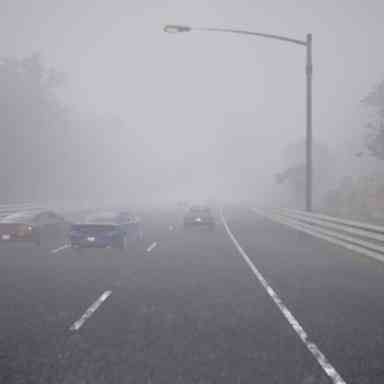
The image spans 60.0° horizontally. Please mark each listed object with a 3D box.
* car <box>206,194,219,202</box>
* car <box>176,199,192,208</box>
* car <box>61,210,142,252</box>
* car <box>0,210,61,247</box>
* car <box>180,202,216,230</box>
[{"bbox_3d":[3.409,1.589,59.659,1.812,1.442,4.674,0,0,6],"label":"car"},{"bbox_3d":[-1.108,1.631,49.487,1.895,1.301,4.718,0,0,5],"label":"car"},{"bbox_3d":[-3.363,1.469,13.894,1.882,1.535,5.008,0,0,2],"label":"car"},{"bbox_3d":[-6.824,1.501,14.699,1.812,1.442,4.674,0,0,2],"label":"car"},{"bbox_3d":[0.501,1.578,21.531,1.994,1.385,4.181,0,0,3],"label":"car"}]
